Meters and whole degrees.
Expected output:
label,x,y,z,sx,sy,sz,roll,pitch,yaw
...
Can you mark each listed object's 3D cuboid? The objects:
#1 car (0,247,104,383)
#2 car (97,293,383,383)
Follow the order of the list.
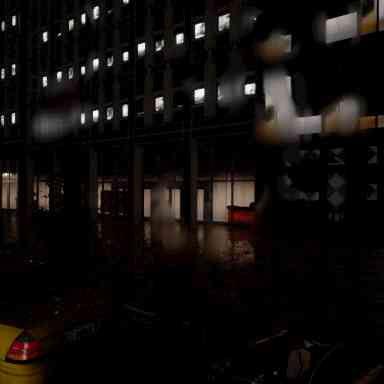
label,x,y,z,sx,sy,sz,roll,pitch,yaw
car,-3.085,1.524,5.075,4.829,1.417,1.752,0,1,36
car,1.673,1.440,1.666,4.097,1.590,1.967,0,1,36
